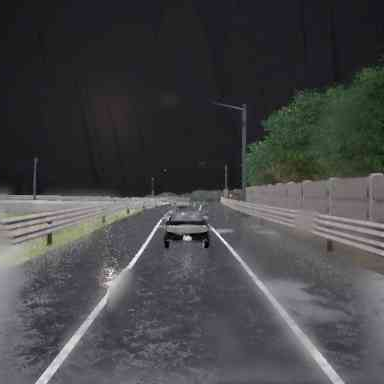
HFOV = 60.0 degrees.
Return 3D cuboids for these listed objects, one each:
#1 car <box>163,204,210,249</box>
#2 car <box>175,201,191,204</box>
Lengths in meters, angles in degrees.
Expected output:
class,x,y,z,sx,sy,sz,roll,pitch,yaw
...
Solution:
class,x,y,z,sx,sy,sz,roll,pitch,yaw
car,-0.259,1.509,14.741,2.128,1.511,4.902,0,0,-2
car,-0.780,1.541,29.724,1.837,1.490,4.892,0,0,-1
